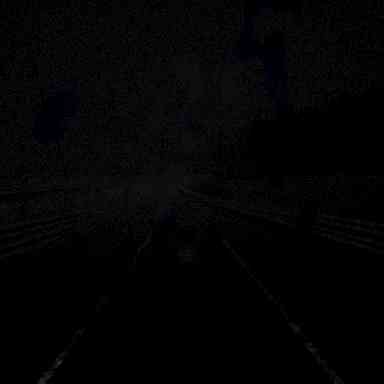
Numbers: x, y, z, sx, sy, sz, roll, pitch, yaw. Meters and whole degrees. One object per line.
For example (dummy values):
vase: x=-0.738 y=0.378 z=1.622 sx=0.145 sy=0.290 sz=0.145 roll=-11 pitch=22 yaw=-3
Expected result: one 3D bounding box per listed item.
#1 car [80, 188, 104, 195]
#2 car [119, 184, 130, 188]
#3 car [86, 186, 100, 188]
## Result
car: x=-19.001 y=0.483 z=63.542 sx=1.994 sy=1.385 sz=4.181 roll=0 pitch=4 yaw=10
car: x=-15.911 y=-0.646 z=81.252 sx=2.033 sy=1.411 sz=5.357 roll=0 pitch=4 yaw=10
car: x=-21.071 y=-0.345 z=72.028 sx=2.150 sy=2.045 sz=5.566 roll=0 pitch=4 yaw=10
